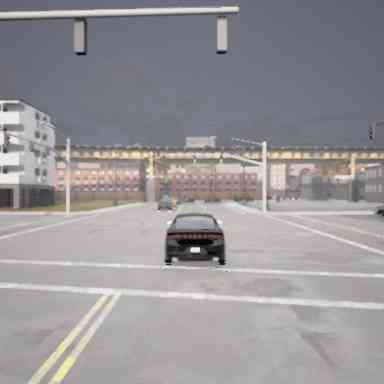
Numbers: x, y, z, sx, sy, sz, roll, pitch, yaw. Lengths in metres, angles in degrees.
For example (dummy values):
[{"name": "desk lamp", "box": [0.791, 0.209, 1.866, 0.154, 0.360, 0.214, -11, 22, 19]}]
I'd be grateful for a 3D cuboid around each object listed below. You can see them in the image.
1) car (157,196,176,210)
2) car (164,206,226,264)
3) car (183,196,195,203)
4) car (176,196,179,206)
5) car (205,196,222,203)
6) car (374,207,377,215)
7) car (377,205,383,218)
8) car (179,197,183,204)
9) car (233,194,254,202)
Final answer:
[{"name": "car", "box": [-3.573, 1.652, 44.931, 1.837, 1.490, 4.892, 0, 0, 0]}, {"name": "car", "box": [0.095, 1.490, 11.927, 1.882, 1.535, 5.008, 0, 0, 0]}, {"name": "car", "box": [-1.088, 1.597, 74.043, 2.097, 1.767, 4.553, 0, 0, 23]}, {"name": "car", "box": [-3.550, 1.654, 54.143, 1.882, 1.535, 5.008, 0, 0, 1]}, {"name": "car", "box": [4.911, 1.607, 76.999, 2.097, 1.767, 4.553, 0, 0, 39]}, {"name": "car", "box": [18.529, 1.443, 29.028, 4.902, 1.511, 2.128, -1, 0, 1]}, {"name": "car", "box": [17.060, 1.519, 25.556, 4.181, 1.385, 1.994, -1, 0, 1]}, {"name": "car", "box": [-3.484, 1.562, 64.197, 2.097, 1.767, 4.553, 0, 0, 2]}, {"name": "car", "box": [12.883, 1.497, 83.187, 5.566, 2.045, 2.150, 0, 0, -24]}]
